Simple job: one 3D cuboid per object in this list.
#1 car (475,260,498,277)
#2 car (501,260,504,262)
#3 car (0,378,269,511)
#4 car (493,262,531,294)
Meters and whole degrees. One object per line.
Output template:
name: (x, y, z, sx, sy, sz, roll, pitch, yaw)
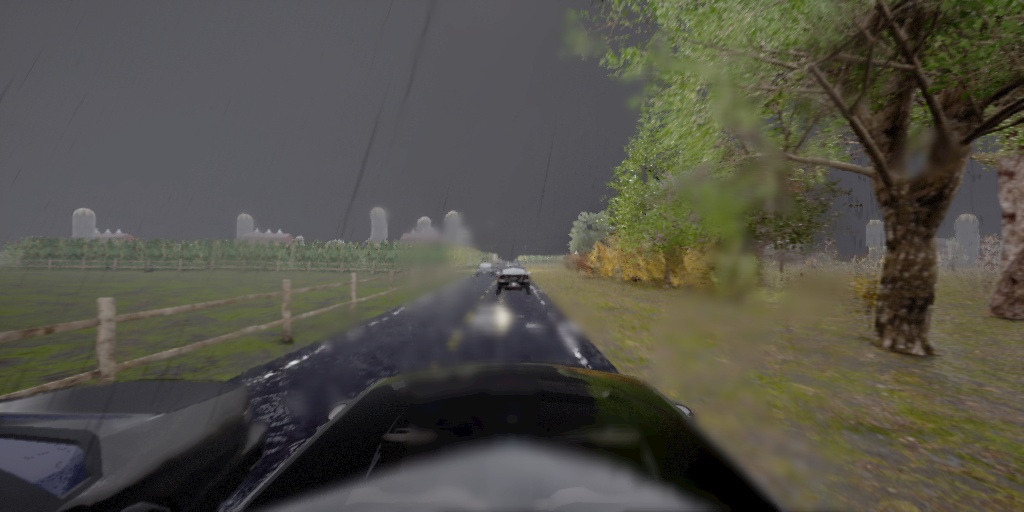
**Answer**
car: (-2.833, 1.450, 39.210, 1.812, 1.442, 4.674, 0, 0, 0)
car: (0.104, 1.423, 40.994, 2.128, 1.511, 4.902, 0, 0, 0)
car: (-2.849, 1.292, 0.470, 2.033, 1.411, 5.357, 0, 0, 0)
car: (0.103, 1.317, 21.104, 1.882, 1.535, 5.008, 0, 0, 0)
